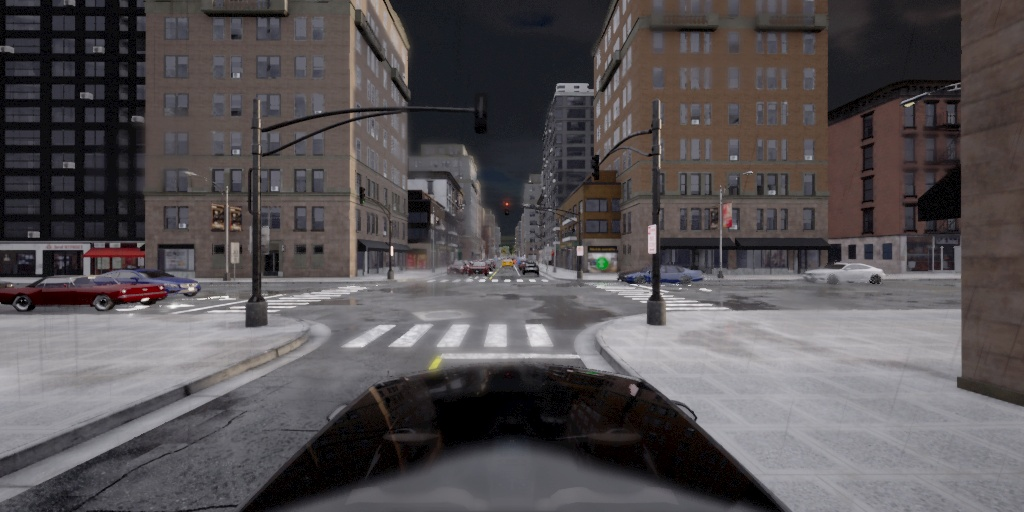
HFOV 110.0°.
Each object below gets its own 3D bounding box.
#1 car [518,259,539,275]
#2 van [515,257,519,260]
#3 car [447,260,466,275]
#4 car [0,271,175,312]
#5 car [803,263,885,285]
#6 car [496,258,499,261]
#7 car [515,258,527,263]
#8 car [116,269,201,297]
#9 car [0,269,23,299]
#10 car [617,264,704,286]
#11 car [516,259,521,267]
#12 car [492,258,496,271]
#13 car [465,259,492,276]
[{"bbox_3d":[2.024,1.355,39.720,1.948,1.339,4.313,0,0,0],"label":"car"},{"bbox_3d":[1.869,1.173,61.763,1.690,1.789,3.998,0,0,0],"label":"van"},{"bbox_3d":[-6.001,1.229,39.664,1.967,1.591,4.097,0,0,0],"label":"car"},{"bbox_3d":[-16.565,1.401,14.018,4.718,1.301,1.895,0,0,-1],"label":"car"},{"bbox_3d":[22.606,1.186,24.443,4.674,1.442,1.812,0,0,-1],"label":"car"},{"bbox_3d":[-3.579,1.425,57.993,1.895,1.301,4.718,0,0,0],"label":"car"},{"bbox_3d":[1.908,1.386,56.253,1.948,1.339,4.313,0,0,0],"label":"car"},{"bbox_3d":[-17.737,1.337,17.247,4.674,1.442,1.812,0,0,1],"label":"car"},{"bbox_3d":[-27.462,1.396,17.133,5.357,1.411,2.033,0,0,-1],"label":"car"},{"bbox_3d":[9.981,1.261,24.293,5.357,1.411,2.033,0,0,-1],"label":"car"},{"bbox_3d":[1.947,1.391,50.743,1.802,1.307,4.207,0,0,0],"label":"car"},{"bbox_3d":[-3.519,1.310,48.007,1.837,1.490,4.892,0,0,0],"label":"car"},{"bbox_3d":[-3.451,1.265,37.858,1.882,1.535,5.008,0,0,0],"label":"car"}]
